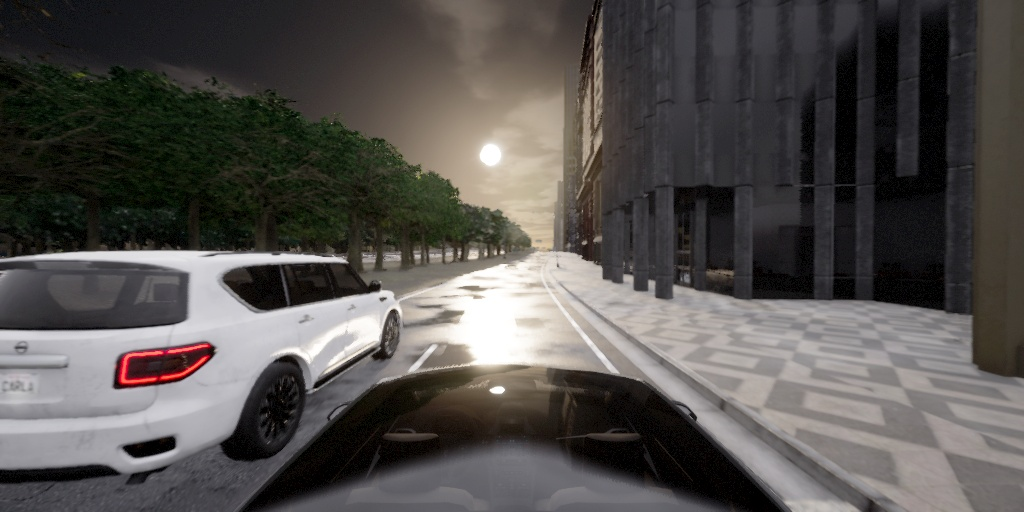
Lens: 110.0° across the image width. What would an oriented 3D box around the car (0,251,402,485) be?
[{"bbox_3d":[-3.368,0.965,5.140,2.150,2.045,5.566,0,0,0],"label":"car"}]
